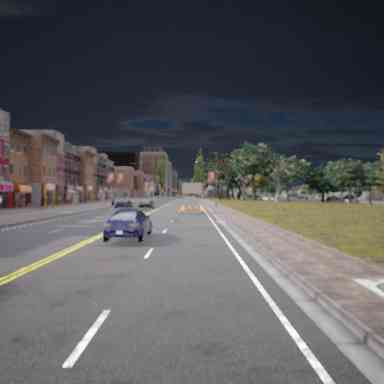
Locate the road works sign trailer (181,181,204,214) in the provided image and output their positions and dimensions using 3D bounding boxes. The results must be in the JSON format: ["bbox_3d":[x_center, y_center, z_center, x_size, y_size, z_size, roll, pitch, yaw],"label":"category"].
[{"bbox_3d":[0.011,0.608,36.741,2.380,3.560,2.880,0,0,0],"label":"road works sign trailer"}]

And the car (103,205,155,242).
[{"bbox_3d":[-3.144,1.593,16.710,1.812,1.442,4.674,0,0,0],"label":"car"}]

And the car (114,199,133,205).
[{"bbox_3d":[-9.801,1.732,48.087,2.033,1.411,5.357,0,0,0],"label":"car"}]

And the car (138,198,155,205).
[{"bbox_3d":[-6.556,1.663,48.268,1.882,1.535,5.008,0,-1,0],"label":"car"}]
